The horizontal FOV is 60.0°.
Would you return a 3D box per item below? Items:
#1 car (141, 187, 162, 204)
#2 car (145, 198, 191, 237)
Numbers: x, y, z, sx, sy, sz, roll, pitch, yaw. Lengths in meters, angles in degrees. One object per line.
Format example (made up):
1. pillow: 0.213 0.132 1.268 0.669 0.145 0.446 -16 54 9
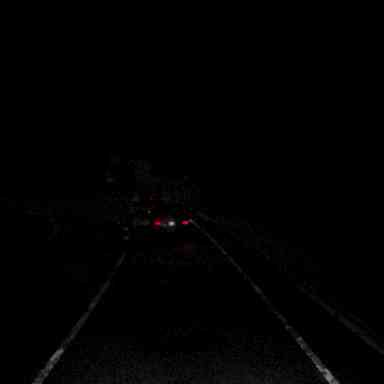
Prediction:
1. car: -4.024 0.240 32.962 1.882 1.535 5.008 -1 4 -7
2. car: -1.175 1.286 16.526 2.033 1.411 5.357 -1 2 -7
